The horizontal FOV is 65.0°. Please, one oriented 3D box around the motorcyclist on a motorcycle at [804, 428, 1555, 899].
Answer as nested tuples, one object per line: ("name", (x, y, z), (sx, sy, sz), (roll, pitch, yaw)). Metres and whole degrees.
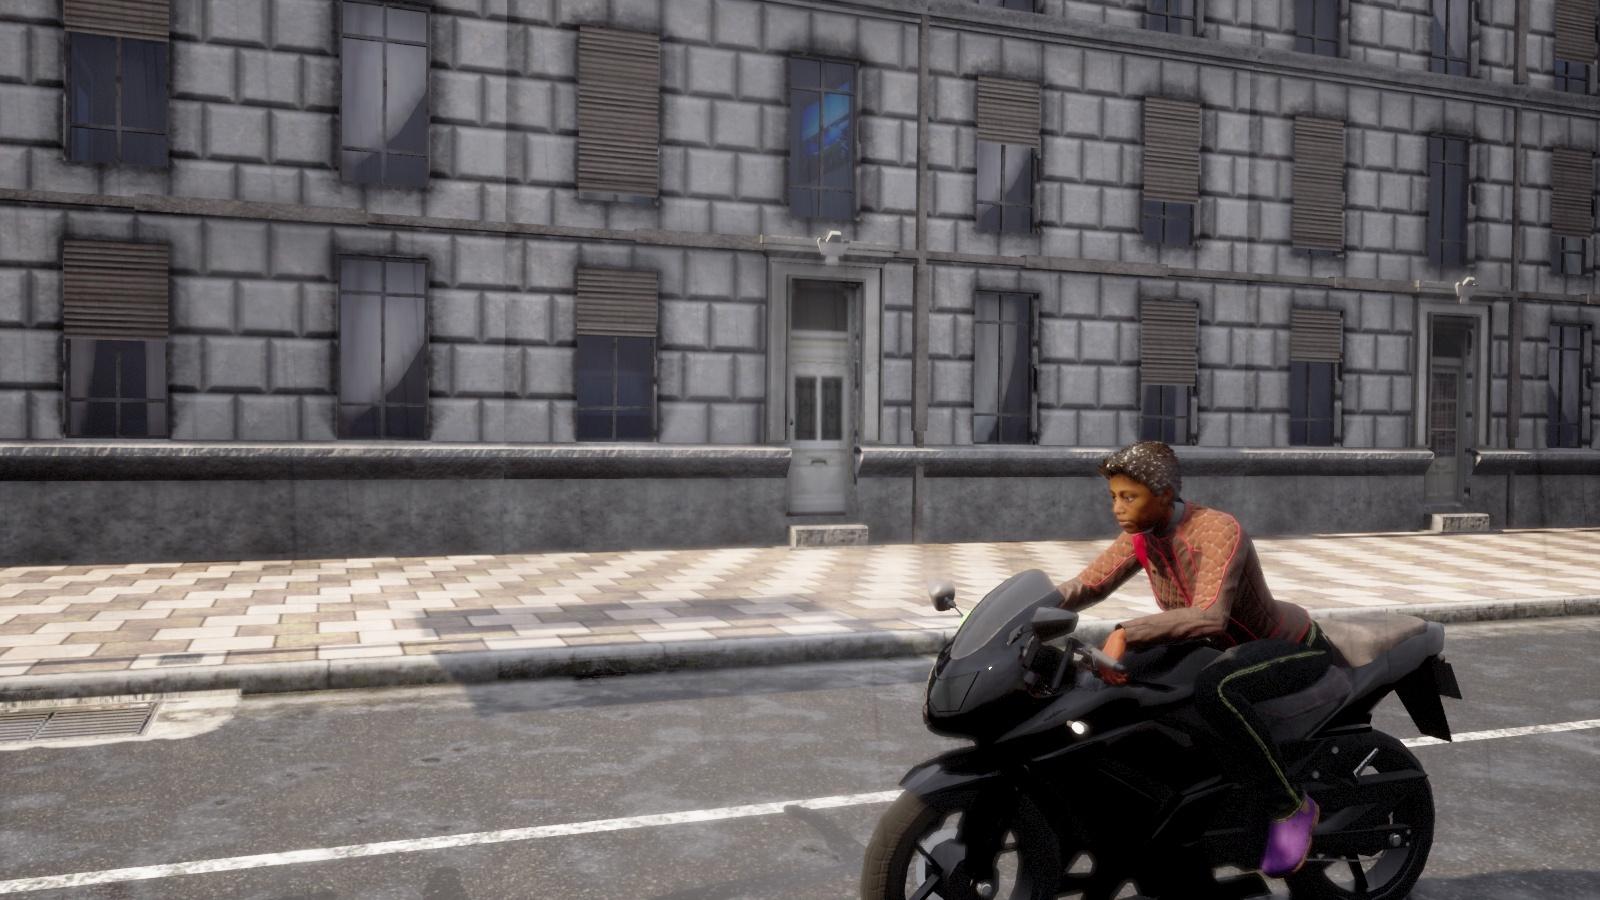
("motorcyclist on a motorcycle", (1.116, 0.708, 3.691), (2.044, 1.523, 0.797), (-1, 1, -21))
